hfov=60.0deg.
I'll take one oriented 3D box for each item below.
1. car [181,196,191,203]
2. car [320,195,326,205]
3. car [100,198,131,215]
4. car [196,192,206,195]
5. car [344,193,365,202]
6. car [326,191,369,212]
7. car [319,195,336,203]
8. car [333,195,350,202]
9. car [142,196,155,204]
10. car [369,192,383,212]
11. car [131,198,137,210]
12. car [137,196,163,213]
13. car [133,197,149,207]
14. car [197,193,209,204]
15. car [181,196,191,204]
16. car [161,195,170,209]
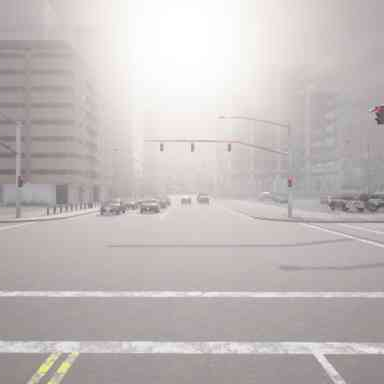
[{"bbox_3d":[-1.241,1.542,72.660,2.033,1.411,5.357,0,0,0],"label":"car"},{"bbox_3d":[22.103,1.395,53.205,1.970,1.475,3.806,0,0,0],"label":"car"},{"bbox_3d":[-8.053,1.491,34.221,2.128,1.511,4.902,0,0,0],"label":"car"},{"bbox_3d":[2.219,1.051,74.446,2.150,2.045,5.566,0,0,0],"label":"car"},{"bbox_3d":[33.379,1.153,68.409,1.932,1.855,4.605,0,0,0],"label":"car"},{"bbox_3d":[16.583,1.153,35.766,1.932,1.855,4.605,0,0,0],"label":"car"},{"bbox_3d":[27.801,1.395,68.333,1.970,1.475,3.806,0,0,0],"label":"car"},{"bbox_3d":[30.696,1.364,68.346,1.784,1.438,3.905,0,0,0],"label":"car"},{"bbox_3d":[-8.241,1.477,63.488,1.882,1.535,5.008,0,0,0],"label":"car"},{"bbox_3d":[19.478,1.156,35.725,1.905,1.878,3.866,0,0,0],"label":"car"},{"bbox_3d":[-8.120,1.526,43.370,1.812,1.442,4.674,0,0,0],"label":"car"},{"bbox_3d":[-4.575,1.505,36.845,1.837,1.490,4.892,0,0,0],"label":"car"},{"bbox_3d":[-8.205,1.564,53.365,1.994,1.385,4.181,0,0,-1],"label":"car"},{"bbox_3d":[2.299,1.477,64.641,1.882,1.535,5.008,0,0,0],"label":"car"},{"bbox_3d":[-1.087,1.491,62.925,2.128,1.511,4.902,0,0,0],"label":"car"},{"bbox_3d":[-4.647,1.352,45.988,2.097,1.767,4.553,0,0,-1],"label":"car"}]
